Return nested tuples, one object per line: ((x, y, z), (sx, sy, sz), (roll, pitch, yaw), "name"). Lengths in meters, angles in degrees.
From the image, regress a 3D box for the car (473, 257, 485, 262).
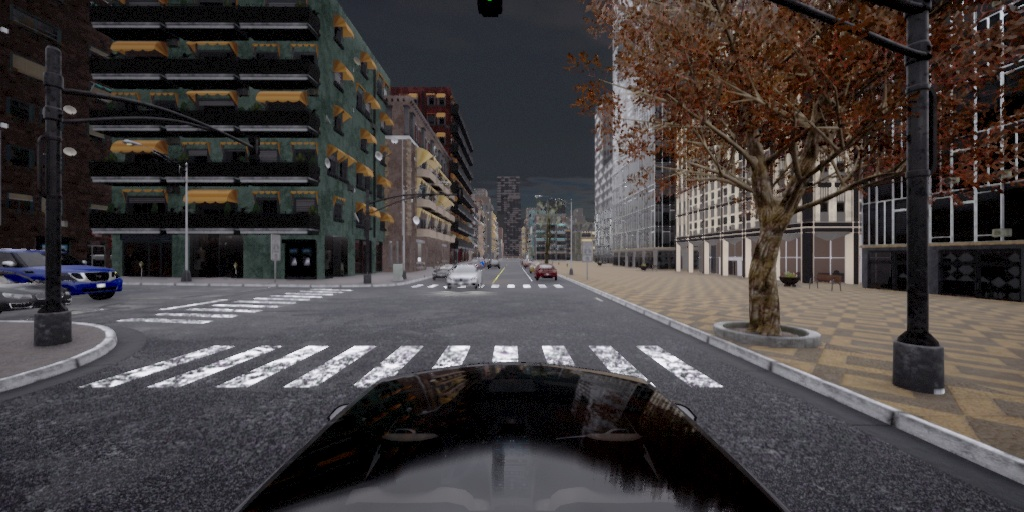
((-5.494, 1.217, 52.546), (1.967, 1.591, 4.097), (0, 0, 0), "car")

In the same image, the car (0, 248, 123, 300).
((-18.384, 0.736, 13.618), (5.566, 2.045, 2.150), (1, 0, 0), "car")

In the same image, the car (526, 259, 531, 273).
((2.843, 1.291, 41.618), (1.751, 1.417, 4.829), (0, 0, 0), "car")

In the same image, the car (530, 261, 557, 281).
((2.799, 1.302, 30.383), (1.888, 1.381, 4.507), (0, 0, 0), "car")

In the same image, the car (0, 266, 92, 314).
((-16.402, 1.090, 11.042), (4.403, 1.370, 2.007), (0, 0, 0), "car")

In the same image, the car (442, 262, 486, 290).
((-2.920, 1.288, 22.852), (1.812, 1.442, 4.674), (0, 0, 0), "car")

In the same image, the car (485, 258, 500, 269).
((-2.794, 1.237, 55.466), (1.882, 1.535, 5.008), (0, 0, 0), "car")

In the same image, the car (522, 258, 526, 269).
((2.907, 1.365, 58.045), (1.802, 1.307, 4.207), (0, 0, 0), "car")

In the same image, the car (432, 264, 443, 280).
((-5.581, 1.307, 30.416), (2.007, 1.370, 4.403), (0, 0, 0), "car")

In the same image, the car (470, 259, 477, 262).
((-5.538, 1.316, 41.481), (2.007, 1.370, 4.403), (0, 0, 0), "car")
